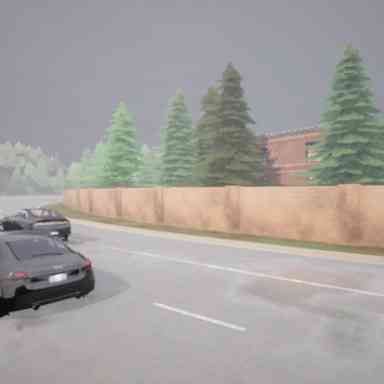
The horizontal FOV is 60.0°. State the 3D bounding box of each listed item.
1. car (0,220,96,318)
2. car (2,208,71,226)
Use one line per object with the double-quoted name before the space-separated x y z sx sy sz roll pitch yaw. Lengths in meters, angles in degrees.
"car" -4.009 1.560 7.467 4.181 1.385 1.994 0 0 40
"car" -7.308 1.486 15.334 2.128 1.511 4.902 0 0 -45
